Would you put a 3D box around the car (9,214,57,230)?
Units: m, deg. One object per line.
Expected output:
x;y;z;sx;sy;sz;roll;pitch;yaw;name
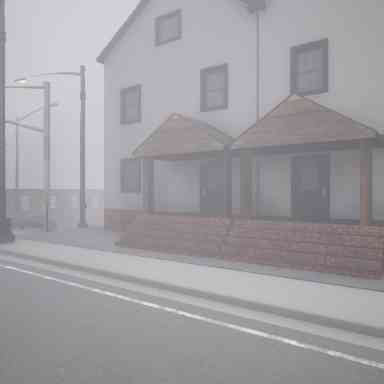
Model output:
-14.069;2.655;29.317;1.994;1.385;4.181;0;-9;36;car

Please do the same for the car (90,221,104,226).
-8.969;3.820;36.408;2.097;1.767;4.553;0;-12;35;car
